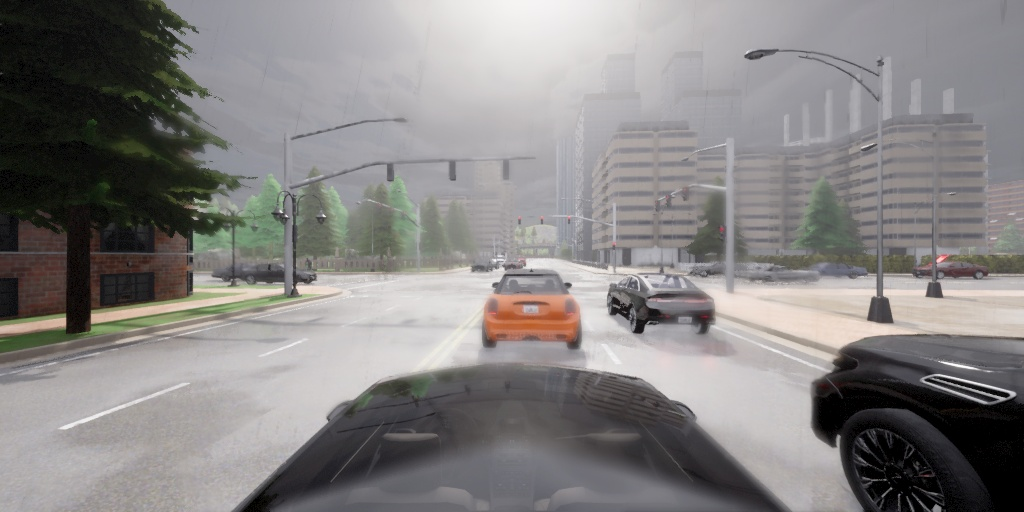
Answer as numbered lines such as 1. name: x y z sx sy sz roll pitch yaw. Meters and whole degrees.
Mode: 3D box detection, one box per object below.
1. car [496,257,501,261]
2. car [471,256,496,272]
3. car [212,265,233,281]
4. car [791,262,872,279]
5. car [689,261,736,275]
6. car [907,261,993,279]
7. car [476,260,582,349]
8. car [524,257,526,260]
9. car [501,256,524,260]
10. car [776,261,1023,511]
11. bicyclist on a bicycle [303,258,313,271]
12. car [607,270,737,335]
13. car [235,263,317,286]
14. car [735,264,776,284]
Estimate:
1. car: -3.026 1.241 54.785 2.128 1.511 4.902 0 0 4
2. car: -3.761 1.102 45.866 2.097 1.767 4.553 0 0 6
3. car: -21.074 1.297 28.907 5.357 1.411 2.033 0 0 4
4. car: 28.849 1.297 32.526 5.357 1.411 2.033 0 0 4
5. car: 19.001 1.241 33.236 4.902 1.511 2.128 0 0 4
6. car: 38.752 1.228 31.805 5.008 1.535 1.882 0 0 4
7. car: 0.517 1.102 9.350 2.097 1.767 4.553 0 0 3
8. car: 0.779 1.314 58.634 1.994 1.385 4.181 0 0 5
9. car: 0.134 1.102 50.038 2.097 1.767 4.553 0 0 4
10. car: 3.708 0.971 0.741 2.150 2.045 5.566 0 0 0
11. bicyclist on a bicycle: -22.760 1.051 40.035 0.582 1.620 1.656 0 0 4
12. car: 4.092 1.241 10.578 2.128 1.511 4.902 0 0 4
13. car: -16.201 1.255 25.044 4.892 1.490 1.837 0 0 4
14. car: 19.356 1.351 25.988 4.718 1.301 1.895 0 0 4
